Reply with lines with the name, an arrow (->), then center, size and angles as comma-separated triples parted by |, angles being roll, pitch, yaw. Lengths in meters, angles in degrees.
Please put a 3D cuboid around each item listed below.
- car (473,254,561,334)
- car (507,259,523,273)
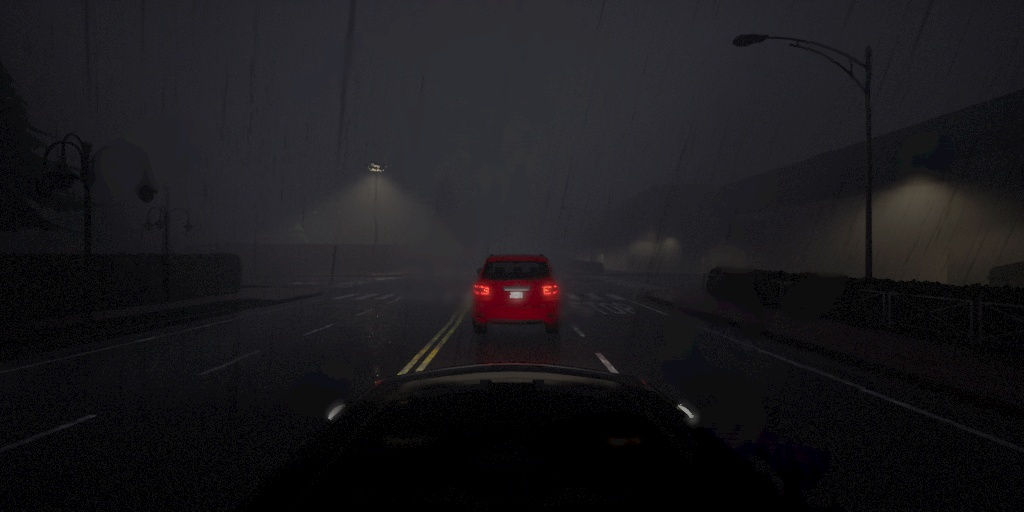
car -> 0.122, 0.971, 10.749 | 2.150, 2.045, 5.566 | 0, 0, 0
car -> 0.360, 1.226, 45.602 | 1.882, 1.535, 5.008 | 0, 0, 1
